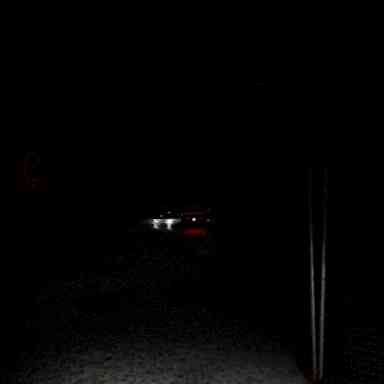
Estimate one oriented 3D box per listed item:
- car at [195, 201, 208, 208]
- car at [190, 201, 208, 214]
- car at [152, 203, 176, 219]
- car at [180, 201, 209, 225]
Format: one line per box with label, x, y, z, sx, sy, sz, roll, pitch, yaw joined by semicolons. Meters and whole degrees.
car;2.160;2.693;73.398;2.033;1.411;5.357;0;-2;10
car;0.964;1.903;42.963;2.128;1.511;4.902;0;-1;4
car;-2.612;1.782;32.081;2.033;1.411;5.357;0;-1;2
car;0.173;1.656;25.115;1.837;1.490;4.892;0;-1;1
